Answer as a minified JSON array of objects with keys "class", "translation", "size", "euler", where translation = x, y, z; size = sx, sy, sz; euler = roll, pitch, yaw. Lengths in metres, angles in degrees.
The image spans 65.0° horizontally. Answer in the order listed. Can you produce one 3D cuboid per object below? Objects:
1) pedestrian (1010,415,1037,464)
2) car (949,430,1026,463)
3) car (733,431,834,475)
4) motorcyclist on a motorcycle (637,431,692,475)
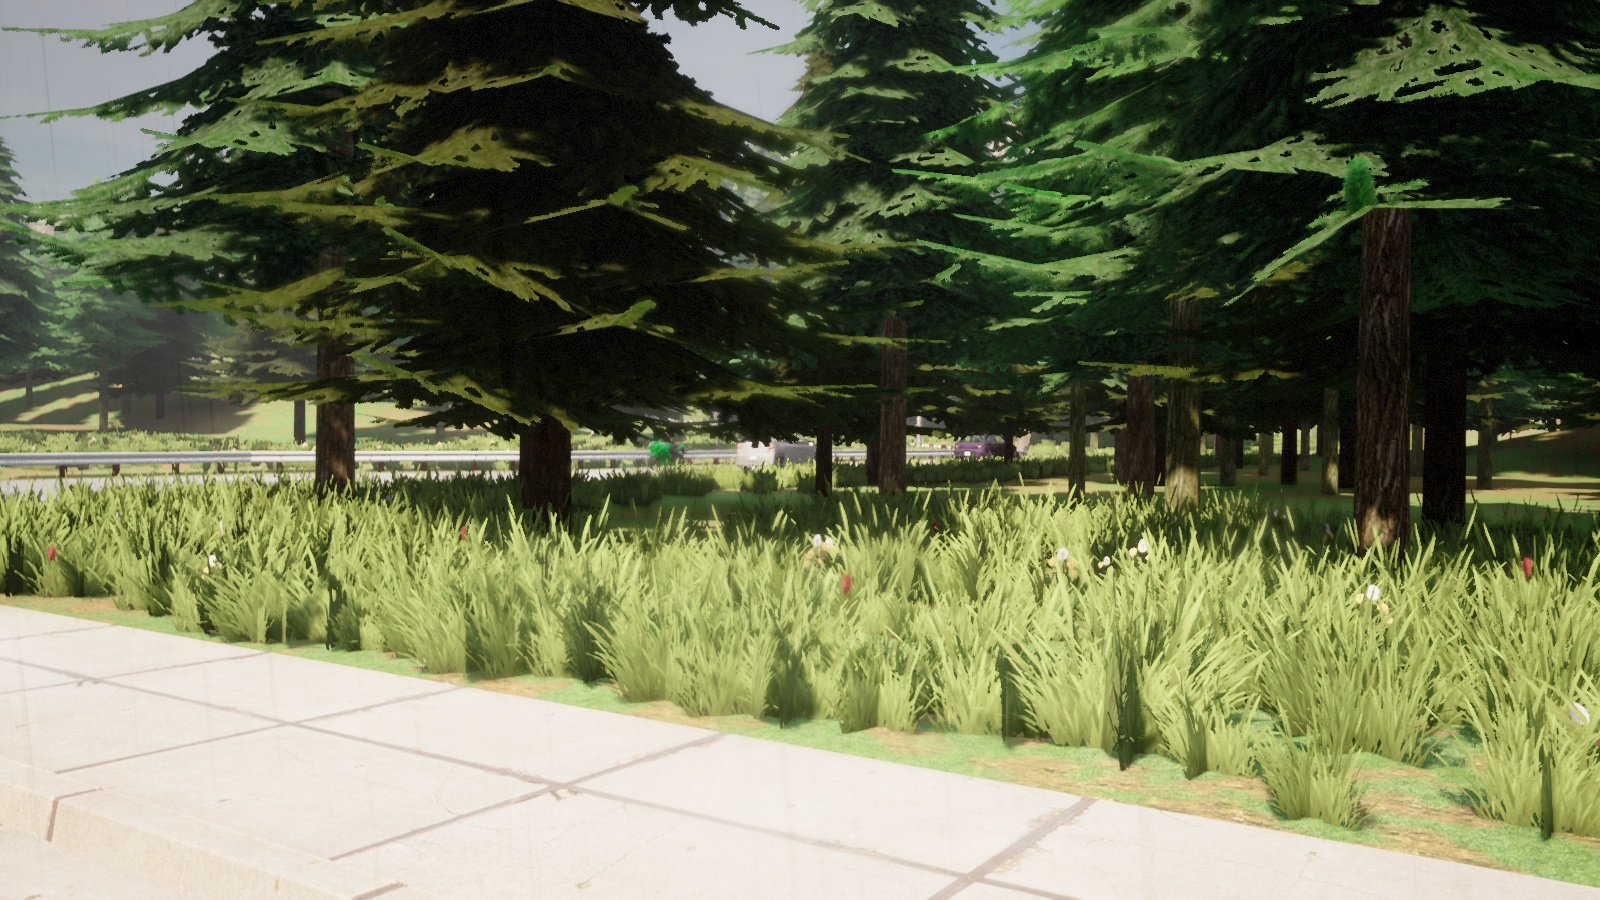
[{"class":"pedestrian","translation":[9.045,-0.442,50.818],"size":[0.873,1.952,0.659],"euler":[-1,1,-38]},{"class":"car","translation":[8.648,-0.187,57.728],"size":[1.816,1.474,4.193],"euler":[0,1,35]},{"class":"car","translation":[-0.548,0.077,44.329],"size":[1.845,1.501,3.633],"euler":[0,1,34]},{"class":"motorcyclist on a motorcycle","translation":[-4.774,0.080,44.296],"size":[0.797,1.523,2.044],"euler":[0,1,34]}]
